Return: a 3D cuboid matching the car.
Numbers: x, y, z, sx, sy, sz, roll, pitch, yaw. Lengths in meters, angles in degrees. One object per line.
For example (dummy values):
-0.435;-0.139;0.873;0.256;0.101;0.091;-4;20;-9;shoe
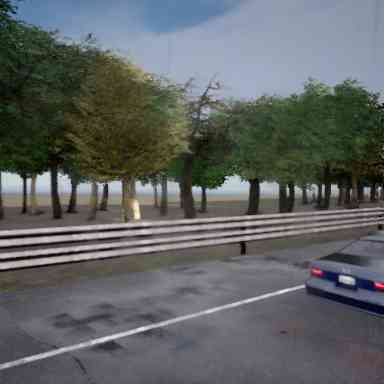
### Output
4.681;1.537;7.108;5.357;1.411;2.033;0;0;-35;car
